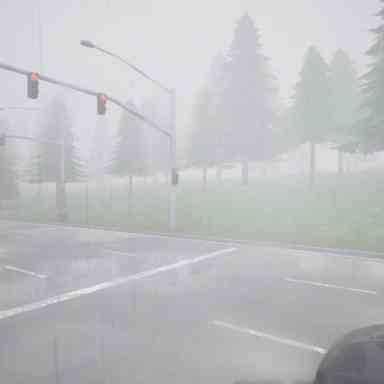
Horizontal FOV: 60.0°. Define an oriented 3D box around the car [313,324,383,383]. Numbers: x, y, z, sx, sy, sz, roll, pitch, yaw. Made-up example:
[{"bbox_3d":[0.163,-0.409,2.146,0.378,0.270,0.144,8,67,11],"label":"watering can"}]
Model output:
[{"bbox_3d":[3.180,1.505,1.718,4.892,1.490,1.837,0,0,36],"label":"car"}]
